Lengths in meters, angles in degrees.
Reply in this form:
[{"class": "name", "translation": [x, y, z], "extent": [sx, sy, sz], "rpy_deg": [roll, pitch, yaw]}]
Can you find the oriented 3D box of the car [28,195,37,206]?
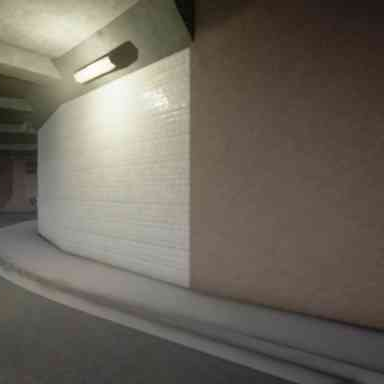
[{"class": "car", "translation": [-24.574, 1.173, 55.376], "extent": [2.150, 2.045, 5.566], "rpy_deg": [0, 0, 21]}]
